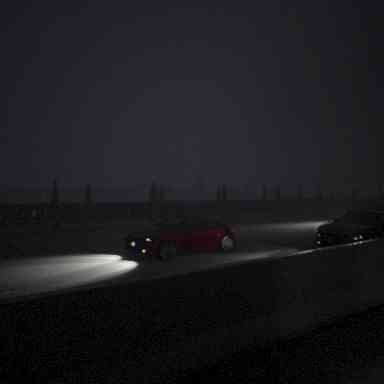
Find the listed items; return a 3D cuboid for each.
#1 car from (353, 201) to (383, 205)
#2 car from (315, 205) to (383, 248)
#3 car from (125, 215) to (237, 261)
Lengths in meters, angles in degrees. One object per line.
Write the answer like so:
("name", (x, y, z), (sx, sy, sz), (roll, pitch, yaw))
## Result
("car", (14.076, 1.495, 26.924), (4.902, 1.511, 2.128), (0, 0, -35))
("car", (6.952, 1.479, 13.249), (5.008, 1.535, 1.882), (0, 0, -35))
("car", (-0.349, 1.565, 12.341), (4.181, 1.385, 1.994), (0, 0, -35))
